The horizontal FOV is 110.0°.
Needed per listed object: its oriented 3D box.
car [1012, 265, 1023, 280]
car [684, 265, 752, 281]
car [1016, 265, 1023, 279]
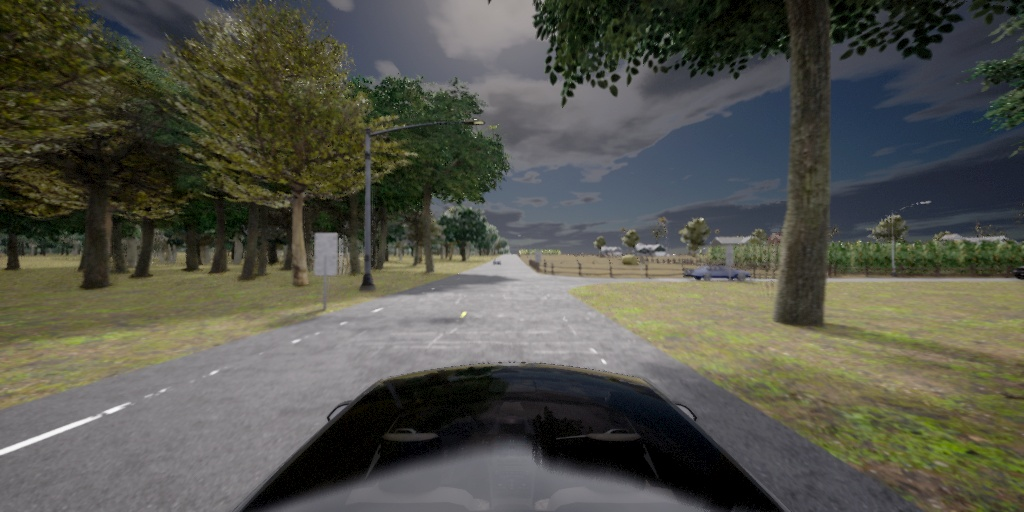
[{"bbox_3d":[48.490,1.421,32.374,4.892,1.490,1.837,0,-1,0],"label":"car"},{"bbox_3d":[18.389,1.481,32.201,5.357,1.411,2.033,0,-1,0],"label":"car"},{"bbox_3d":[53.568,1.541,35.203,5.357,1.411,2.033,0,-1,0],"label":"car"}]
